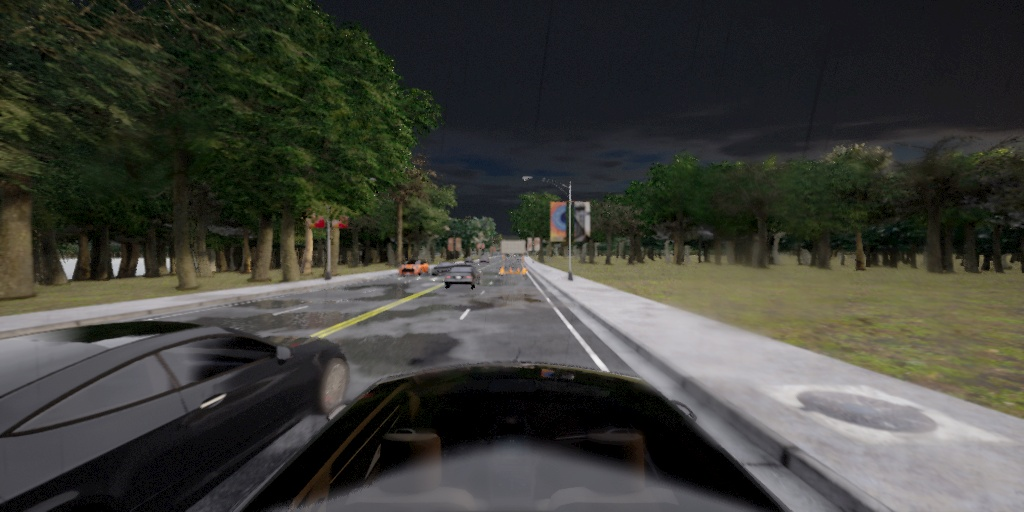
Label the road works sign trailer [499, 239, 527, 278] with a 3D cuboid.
[{"bbox_3d":[0.098,0.201,33.120,2.380,3.560,2.880,0,0,0],"label":"road works sign trailer"}]

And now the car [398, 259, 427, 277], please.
[{"bbox_3d":[-9.718,1.084,35.821,2.097,1.767,4.553,0,0,1],"label":"car"}]

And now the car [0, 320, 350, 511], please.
[{"bbox_3d":[-3.134,1.275,3.002,1.812,1.442,4.674,0,0,0],"label":"car"}]

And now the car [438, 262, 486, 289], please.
[{"bbox_3d":[-3.101,1.293,23.273,2.033,1.411,5.357,0,0,0],"label":"car"}]

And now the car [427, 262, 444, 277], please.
[{"bbox_3d":[-6.481,1.281,35.161,2.033,1.411,5.357,0,0,0],"label":"car"}]
